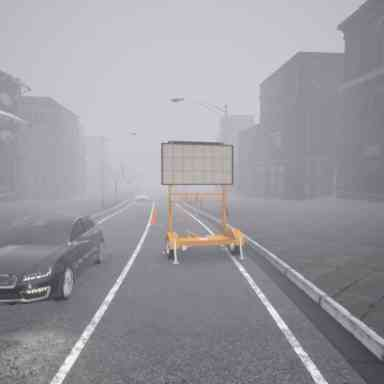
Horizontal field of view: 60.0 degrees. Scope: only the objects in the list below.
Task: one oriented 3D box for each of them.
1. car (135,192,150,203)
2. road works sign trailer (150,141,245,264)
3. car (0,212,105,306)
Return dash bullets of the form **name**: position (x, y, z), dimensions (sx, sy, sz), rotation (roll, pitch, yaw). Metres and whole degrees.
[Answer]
- **car**: position (-7.187, 0.764, 48.627), dimensions (1.812, 1.442, 4.674), rotation (1, 2, -6)
- **road works sign trailer**: position (0.141, 0.174, 10.847), dimensions (2.380, 3.560, 2.880), rotation (-1, 1, -16)
- **car**: position (-3.348, 1.296, 7.808), dimensions (1.837, 1.490, 4.892), rotation (0, 1, -3)
